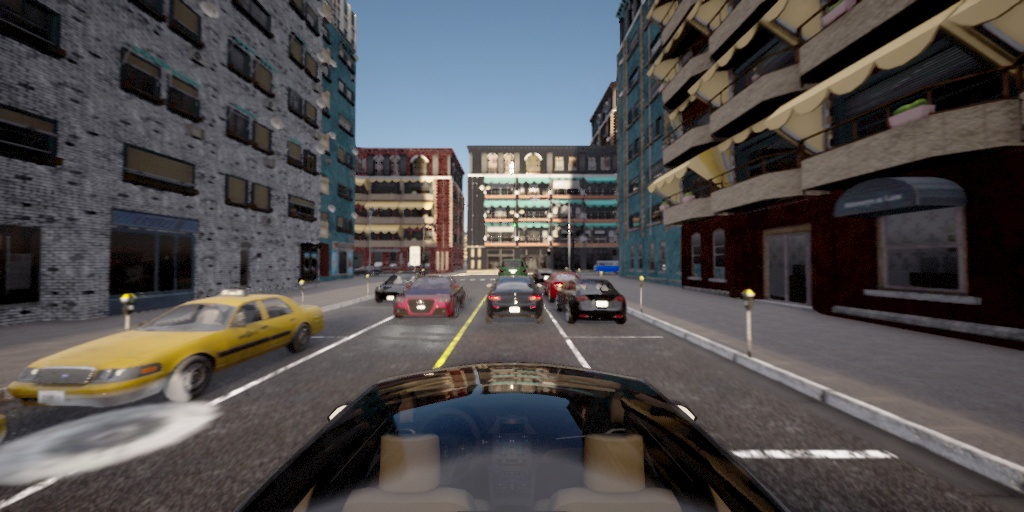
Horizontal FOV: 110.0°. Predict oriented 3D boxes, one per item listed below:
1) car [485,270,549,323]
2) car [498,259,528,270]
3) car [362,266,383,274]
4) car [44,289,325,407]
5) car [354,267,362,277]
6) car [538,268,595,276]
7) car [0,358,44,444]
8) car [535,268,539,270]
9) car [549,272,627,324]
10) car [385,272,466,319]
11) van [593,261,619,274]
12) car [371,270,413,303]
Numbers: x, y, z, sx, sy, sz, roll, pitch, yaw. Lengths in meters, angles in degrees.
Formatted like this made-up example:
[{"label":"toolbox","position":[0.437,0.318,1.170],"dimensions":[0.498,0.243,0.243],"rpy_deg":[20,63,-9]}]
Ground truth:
[{"label":"car","position":[0.083,1.391,12.474],"dimensions":[1.812,1.442,4.674],"rpy_deg":[0,-1,0]},{"label":"car","position":[0.076,1.257,27.591],"dimensions":[2.150,2.045,5.566],"rpy_deg":[0,-1,0]},{"label":"car","position":[-19.718,1.985,48.491],"dimensions":[4.403,1.370,2.007],"rpy_deg":[0,0,0]},{"label":"car","position":[-5.297,1.328,6.525],"dimensions":[1.751,1.417,4.829],"rpy_deg":[0,0,0]},{"label":"car","position":[-19.671,1.693,40.353],"dimensions":[4.097,1.591,1.967],"rpy_deg":[0,0,0]},{"label":"car","position":[2.559,1.469,17.852],"dimensions":[1.888,1.381,4.507],"rpy_deg":[0,0,0]},{"label":"car","position":[-5.304,1.269,0.962],"dimensions":[1.751,1.417,4.829],"rpy_deg":[0,0,0]},{"label":"car","position":[2.554,1.617,28.978],"dimensions":[1.948,1.339,4.313],"rpy_deg":[0,0,0]},{"label":"car","position":[2.561,1.429,12.287],"dimensions":[1.948,1.339,4.313],"rpy_deg":[0,0,0]},{"label":"car","position":[-2.853,1.437,13.224],"dimensions":[1.994,1.385,4.181],"rpy_deg":[0,-1,0]},{"label":"van","position":[13.066,1.568,48.553],"dimensions":[3.998,1.789,1.690],"rpy_deg":[0,0,0]},{"label":"car","position":[-5.289,1.489,17.823],"dimensions":[1.948,1.339,4.313],"rpy_deg":[0,0,0]}]
